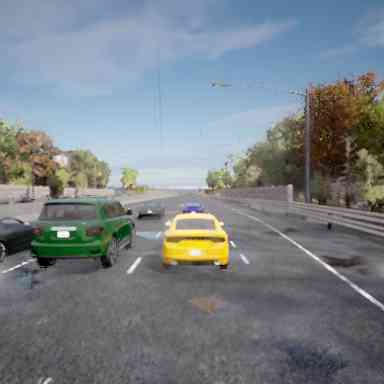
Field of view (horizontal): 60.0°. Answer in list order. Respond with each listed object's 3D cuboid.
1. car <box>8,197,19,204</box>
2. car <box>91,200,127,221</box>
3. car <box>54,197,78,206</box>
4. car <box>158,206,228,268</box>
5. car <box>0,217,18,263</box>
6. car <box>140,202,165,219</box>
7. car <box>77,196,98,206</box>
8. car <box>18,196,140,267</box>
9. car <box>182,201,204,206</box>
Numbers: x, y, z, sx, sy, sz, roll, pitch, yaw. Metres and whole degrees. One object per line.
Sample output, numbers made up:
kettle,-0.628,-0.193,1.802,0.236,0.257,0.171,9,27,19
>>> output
car,-28.032,1.507,54.347,1.812,1.442,4.674,0,0,1
car,-6.899,1.484,28.127,1.837,1.490,4.892,0,0,0
car,-21.030,1.530,55.865,2.033,1.411,5.357,0,0,1
car,0.100,1.466,11.304,1.882,1.535,5.008,0,0,0
car,-6.900,1.552,11.769,1.994,1.385,4.181,0,0,0
car,-3.399,1.543,28.694,1.994,1.385,4.181,0,0,0
car,-17.541,1.485,56.029,1.837,1.490,4.892,0,0,1
car,-3.398,1.210,11.462,2.150,2.045,5.566,0,0,0
car,0.100,1.505,29.165,1.812,1.442,4.674,0,0,0
